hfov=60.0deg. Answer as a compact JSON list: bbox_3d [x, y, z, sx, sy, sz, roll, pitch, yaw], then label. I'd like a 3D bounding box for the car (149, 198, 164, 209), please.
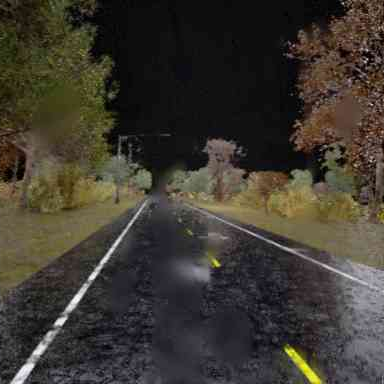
[{"bbox_3d":[-4.512,1.416,42.009,1.895,1.301,4.718,2,0,-6],"label":"car"}]
